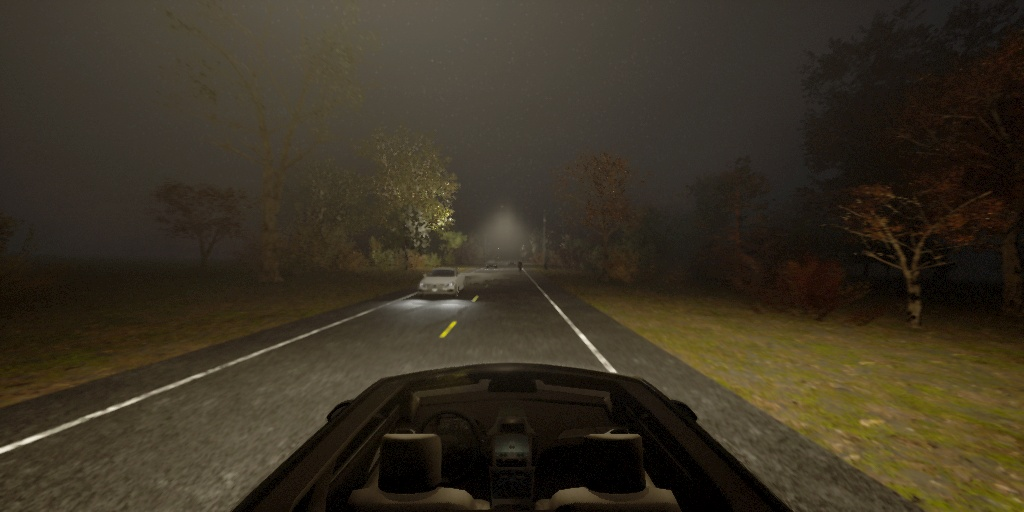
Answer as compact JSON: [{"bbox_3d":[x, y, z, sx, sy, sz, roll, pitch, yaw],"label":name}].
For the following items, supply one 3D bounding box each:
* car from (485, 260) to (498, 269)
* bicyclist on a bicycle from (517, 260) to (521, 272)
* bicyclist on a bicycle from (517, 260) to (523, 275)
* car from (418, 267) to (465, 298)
[{"bbox_3d":[-3.486,1.425,61.584,1.882,1.535,5.008,0,0,0],"label":"car"},{"bbox_3d":[0.986,1.353,49.531,0.582,1.620,1.656,0,-1,0],"label":"bicyclist on a bicycle"},{"bbox_3d":[0.981,1.321,40.529,0.582,1.620,1.656,0,-1,0],"label":"bicyclist on a bicycle"},{"bbox_3d":[-3.586,1.323,18.967,1.812,1.442,4.674,0,0,0],"label":"car"}]
